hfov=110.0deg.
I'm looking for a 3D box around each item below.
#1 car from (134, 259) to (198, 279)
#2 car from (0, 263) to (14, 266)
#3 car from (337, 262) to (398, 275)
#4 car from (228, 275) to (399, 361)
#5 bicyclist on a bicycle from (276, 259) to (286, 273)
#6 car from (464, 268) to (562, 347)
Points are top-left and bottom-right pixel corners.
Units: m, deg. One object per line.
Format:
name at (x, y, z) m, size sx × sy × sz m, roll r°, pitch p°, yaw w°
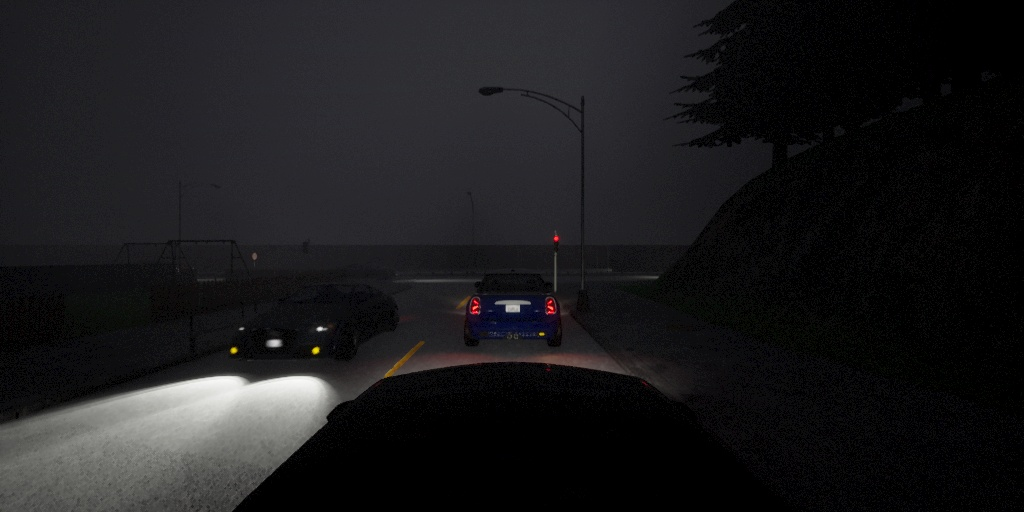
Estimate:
car at (-28.537, 1.101, 29.305) m, size 4.553 × 1.767 × 2.097 m, roll 0°, pitch 0°, yaw 0°
car at (-48.579, 1.349, 33.454) m, size 4.718 × 1.301 × 1.895 m, roll 0°, pitch 0°, yaw 1°
car at (-11.751, 1.240, 29.157) m, size 4.902 × 1.511 × 2.128 m, roll 0°, pitch 0°, yaw 4°
car at (-4.084, 1.313, 8.154) m, size 1.994 × 1.385 × 4.181 m, roll 0°, pitch 0°, yaw 0°
bicyclist on a bicycle at (-24.265, 1.096, 37.704) m, size 0.582 × 1.620 × 1.656 m, roll 0°, pitch 0°, yaw 0°
car at (0.035, 1.102, 9.516) m, size 2.097 × 1.767 × 4.553 m, roll 0°, pitch 0°, yaw 0°
